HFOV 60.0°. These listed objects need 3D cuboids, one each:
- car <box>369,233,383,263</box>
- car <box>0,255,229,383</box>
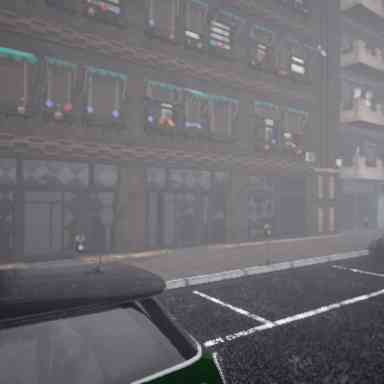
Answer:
[{"bbox_3d":[8.048,1.783,11.737,4.313,1.339,1.947,1,-1,-34],"label":"car"},{"bbox_3d":[-1.919,1.371,1.852,4.553,1.767,2.097,1,-1,-34],"label":"car"}]
